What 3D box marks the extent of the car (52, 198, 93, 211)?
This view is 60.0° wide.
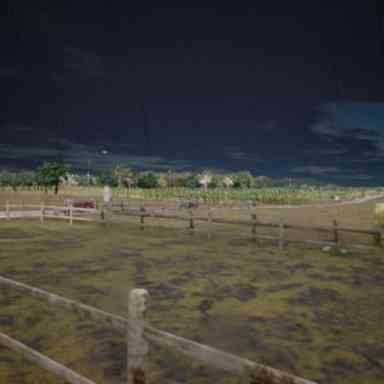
[{"bbox_3d":[-14.080,1.463,39.309,1.882,1.535,5.008,2,0,35],"label":"car"}]

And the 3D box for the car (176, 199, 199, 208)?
[{"bbox_3d":[-0.714,2.078,58.136,1.837,1.490,4.892,2,-1,36],"label":"car"}]
